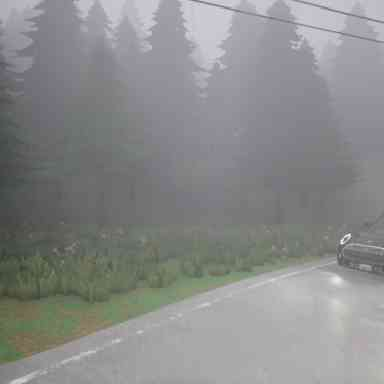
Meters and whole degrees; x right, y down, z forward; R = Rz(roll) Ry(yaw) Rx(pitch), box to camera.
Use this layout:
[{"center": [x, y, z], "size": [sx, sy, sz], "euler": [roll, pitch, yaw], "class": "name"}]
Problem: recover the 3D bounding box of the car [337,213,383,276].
[{"center": [6.307, 1.320, 9.641], "size": [4.553, 1.767, 2.097], "euler": [0, 0, -32], "class": "car"}]
